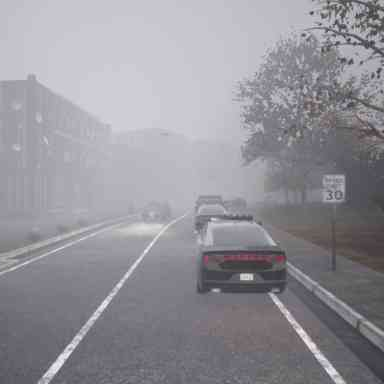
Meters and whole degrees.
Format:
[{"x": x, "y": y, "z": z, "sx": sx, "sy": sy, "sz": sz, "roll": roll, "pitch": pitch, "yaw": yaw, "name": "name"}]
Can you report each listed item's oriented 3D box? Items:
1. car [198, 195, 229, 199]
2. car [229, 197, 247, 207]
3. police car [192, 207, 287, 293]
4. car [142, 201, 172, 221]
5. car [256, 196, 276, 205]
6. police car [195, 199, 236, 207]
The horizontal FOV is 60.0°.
[{"x": 1.389, "y": 1.226, "z": 24.657, "sx": 2.150, "sy": 2.045, "sz": 5.566, "roll": 0, "pitch": 0, "yaw": 5, "name": "car"}, {"x": 5.939, "y": 1.406, "z": 45.017, "sx": 1.882, "sy": 1.535, "sz": 5.008, "roll": 0, "pitch": 0, "yaw": 28, "name": "car"}, {"x": 1.051, "y": 1.428, "z": 8.972, "sx": 1.930, "sy": 1.638, "sz": 5.238, "roll": 0, "pitch": 0, "yaw": 0, "name": "police car"}, {"x": -2.799, "y": 1.501, "z": 27.320, "sx": 2.128, "sy": 1.511, "sz": 4.902, "roll": 0, "pitch": 0, "yaw": 5, "name": "car"}, {"x": 12.262, "y": 1.308, "z": 55.298, "sx": 1.812, "sy": 1.442, "sz": 4.674, "roll": -1, "pitch": 1, "yaw": 40, "name": "car"}, {"x": 1.103, "y": 1.429, "z": 18.910, "sx": 1.930, "sy": 1.638, "sz": 5.238, "roll": 0, "pitch": 0, "yaw": 1, "name": "police car"}]
